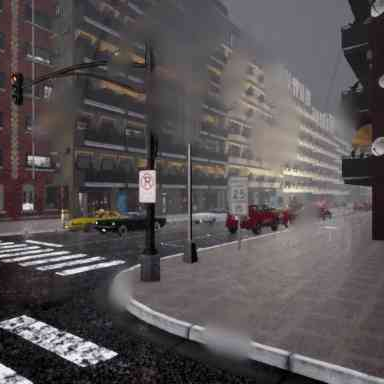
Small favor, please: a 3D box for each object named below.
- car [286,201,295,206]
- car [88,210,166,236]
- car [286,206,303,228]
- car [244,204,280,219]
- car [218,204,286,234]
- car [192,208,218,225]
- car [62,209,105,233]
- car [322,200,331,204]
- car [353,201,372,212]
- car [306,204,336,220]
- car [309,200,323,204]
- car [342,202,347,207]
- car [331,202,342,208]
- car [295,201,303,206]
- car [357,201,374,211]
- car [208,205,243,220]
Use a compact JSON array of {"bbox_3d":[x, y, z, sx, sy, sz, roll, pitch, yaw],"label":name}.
[{"bbox_3d":[13.344,2.446,49.775,1.752,1.417,4.829,-1,-2,35],"label":"car"},{"bbox_3d":[-3.765,1.911,20.794,1.895,1.301,4.718,0,-1,35],"label":"car"},{"bbox_3d":[7.324,2.043,26.619,1.887,1.381,4.507,-1,-2,35],"label":"car"},{"bbox_3d":[7.954,2.171,37.513,2.128,1.511,4.902,0,-1,35],"label":"car"},{"bbox_3d":[4.074,1.711,21.986,2.192,1.841,5.009,-1,-2,35],"label":"car"},{"bbox_3d":[1.981,2.093,29.001,1.895,1.301,4.718,0,-1,35],"label":"car"},{"bbox_3d":[-6.143,1.834,21.937,1.752,1.417,4.829,-1,-2,35],"label":"car"},{"bbox_3d":[26.433,2.640,68.479,2.192,1.841,5.009,-1,-2,35],"label":"car"},{"bbox_3d":[30.057,2.522,59.101,2.192,1.841,5.009,-1,-2,35],"label":"car"},{"bbox_3d":[13.820,2.284,35.897,1.802,1.307,4.206,-1,-2,35],"label":"car"},{"bbox_3d":[23.187,2.771,63.834,1.887,1.381,4.507,-1,-2,35],"label":"car"},{"bbox_3d":[39.428,3.282,87.033,1.947,1.339,4.313,-1,-2,35],"label":"car"},{"bbox_3d":[32.931,3.067,77.753,1.887,1.381,4.507,-1,-2,35],"label":"car"},{"bbox_3d":[16.689,2.340,54.560,2.192,1.841,5.009,-1,-2,35],"label":"car"},{"bbox_3d":[33.306,2.621,63.742,2.192,1.841,5.009,-1,-2,35],"label":"car"},{"bbox_3d":[3.699,2.164,35.995,1.887,1.381,4.507,-1,-2,35],"label":"car"}]
